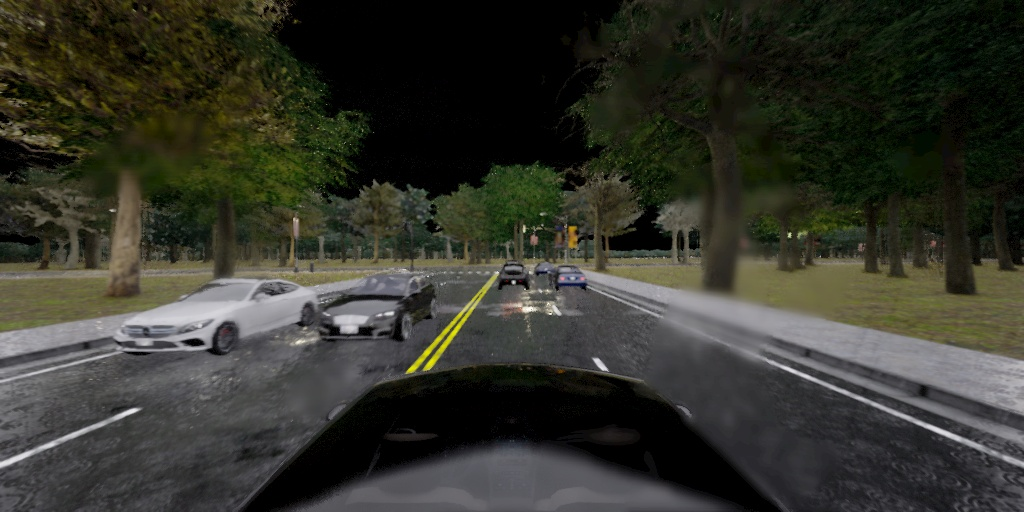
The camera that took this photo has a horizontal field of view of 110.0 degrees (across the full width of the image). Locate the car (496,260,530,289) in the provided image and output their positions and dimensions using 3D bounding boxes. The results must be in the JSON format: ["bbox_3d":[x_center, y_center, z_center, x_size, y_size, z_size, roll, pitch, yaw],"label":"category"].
[{"bbox_3d":[0.093,1.244,22.890,1.837,1.490,4.892,0,0,0],"label":"car"}]

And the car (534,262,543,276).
[{"bbox_3d":[3.336,1.278,36.937,1.994,1.385,4.181,0,0,0],"label":"car"}]

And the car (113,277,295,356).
[{"bbox_3d":[-6.594,1.276,8.765,1.812,1.442,4.674,0,0,0],"label":"car"}]

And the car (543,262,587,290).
[{"bbox_3d":[3.339,1.286,22.270,2.033,1.411,5.357,0,0,0],"label":"car"}]

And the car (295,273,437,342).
[{"bbox_3d":[-3.341,1.240,9.831,2.128,1.511,4.902,0,0,0],"label":"car"}]
